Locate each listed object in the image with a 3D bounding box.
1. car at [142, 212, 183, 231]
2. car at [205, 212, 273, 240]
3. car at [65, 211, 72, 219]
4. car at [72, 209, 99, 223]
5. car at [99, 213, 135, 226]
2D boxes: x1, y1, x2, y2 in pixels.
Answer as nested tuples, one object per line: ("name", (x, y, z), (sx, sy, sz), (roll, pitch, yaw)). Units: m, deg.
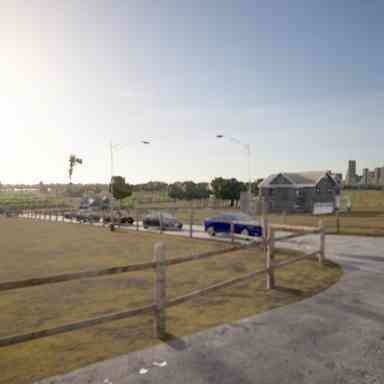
("car", (-2.590, 2.443, 28.226), (1.812, 1.442, 4.674), (0, -2, -35))
("car", (2.803, 2.027, 20.684), (1.882, 1.535, 5.008), (0, -2, -36))
("car", (-21.270, 4.004, 59.430), (1.994, 1.385, 4.181), (0, -2, -36))
("car", (-13.716, 3.062, 43.853), (2.097, 1.767, 4.553), (0, -2, -35))
("car", (-7.886, 2.890, 35.647), (1.895, 1.301, 4.718), (0, -2, -36))
